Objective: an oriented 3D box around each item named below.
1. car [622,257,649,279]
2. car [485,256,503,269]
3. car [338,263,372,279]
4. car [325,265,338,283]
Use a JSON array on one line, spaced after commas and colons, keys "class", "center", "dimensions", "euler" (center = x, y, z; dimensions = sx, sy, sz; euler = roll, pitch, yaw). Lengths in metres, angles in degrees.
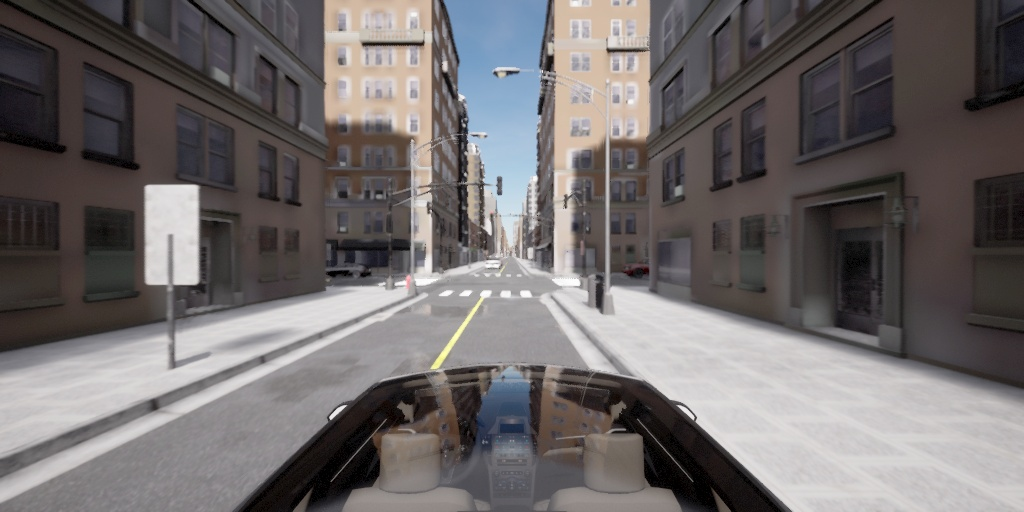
[{"class": "car", "center": [12.342, 1.003, 31.443], "dimensions": [5.009, 1.841, 2.192], "euler": [0, 0, 0]}, {"class": "car", "center": [-2.764, 1.010, 53.091], "dimensions": [2.150, 2.045, 5.566], "euler": [0, 2, 0]}, {"class": "car", "center": [-14.541, 1.275, 31.474], "dimensions": [4.313, 1.339, 1.948], "euler": [0, 0, 0]}, {"class": "car", "center": [-14.389, 1.280, 23.449], "dimensions": [4.829, 1.417, 1.751], "euler": [0, 0, 0]}]
